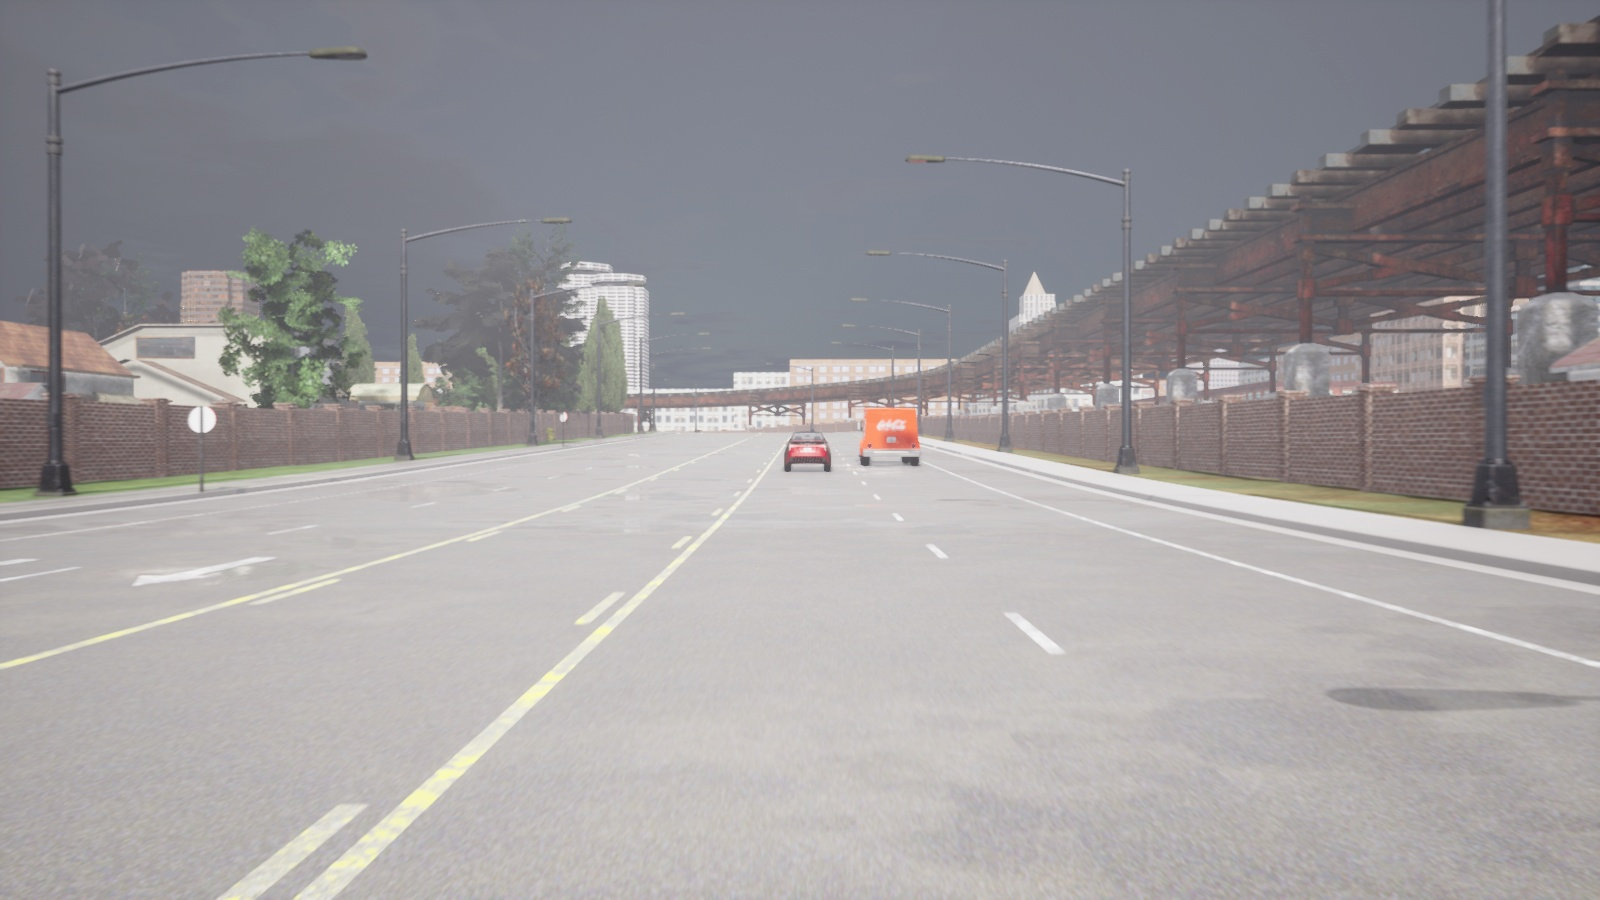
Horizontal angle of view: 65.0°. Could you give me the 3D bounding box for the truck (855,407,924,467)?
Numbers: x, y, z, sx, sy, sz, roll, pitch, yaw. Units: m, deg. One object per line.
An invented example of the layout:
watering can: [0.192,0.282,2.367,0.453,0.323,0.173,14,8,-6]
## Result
truck: [3.831,-0.604,54.660,2.627,2.467,5.204,0,2,0]

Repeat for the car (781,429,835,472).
car: [0.299,-0.020,49.146,2.007,1.525,4.514,0,2,0]
